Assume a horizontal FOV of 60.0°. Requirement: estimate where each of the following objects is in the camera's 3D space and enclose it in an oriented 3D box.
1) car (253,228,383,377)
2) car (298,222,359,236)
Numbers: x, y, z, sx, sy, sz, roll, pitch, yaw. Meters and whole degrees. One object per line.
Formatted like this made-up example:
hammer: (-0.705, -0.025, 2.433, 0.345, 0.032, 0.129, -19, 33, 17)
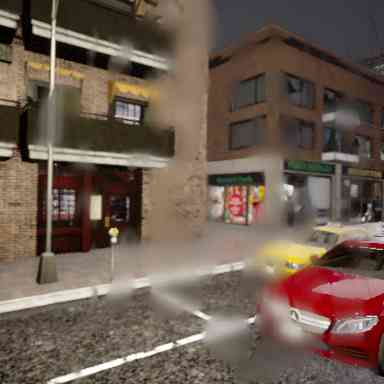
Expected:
car: (3.190, 1.541, 5.653, 4.674, 1.442, 1.812, 0, 0, -35)
car: (3.808, 1.548, 9.253, 4.829, 1.417, 1.752, 0, 1, -35)
